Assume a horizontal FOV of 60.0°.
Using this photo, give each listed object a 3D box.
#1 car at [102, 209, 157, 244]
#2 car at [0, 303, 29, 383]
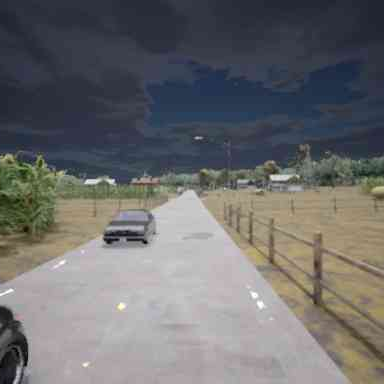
[{"bbox_3d":[-2.757,1.540,15.986,2.033,1.411,5.357,0,0,0],"label":"car"},{"bbox_3d":[-2.845,1.565,2.096,1.994,1.385,4.181,0,0,0],"label":"car"}]
